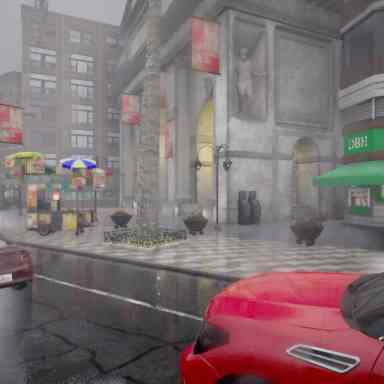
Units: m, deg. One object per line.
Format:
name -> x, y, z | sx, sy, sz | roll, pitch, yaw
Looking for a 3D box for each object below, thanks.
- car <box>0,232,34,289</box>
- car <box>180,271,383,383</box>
car -> -5.545, 1.526, 7.822 | 4.674, 1.442, 1.812 | 0, 0, 35
car -> 2.536, 1.221, 2.081 | 5.566, 2.045, 2.150 | 0, 0, 36
